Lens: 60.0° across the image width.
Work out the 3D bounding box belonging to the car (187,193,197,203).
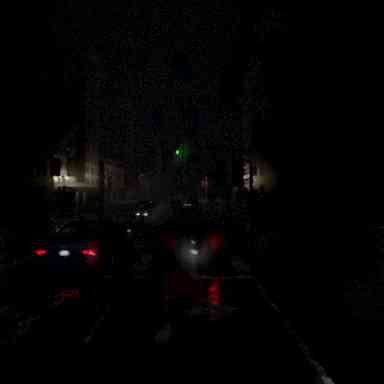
[{"bbox_3d":[-0.004,1.360,75.421,2.150,2.045,5.566,0,0,0],"label":"car"}]

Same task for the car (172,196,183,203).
[{"bbox_3d":[-3.254,1.660,75.390,2.128,1.511,4.902,0,0,0],"label":"car"}]

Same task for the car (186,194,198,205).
[{"bbox_3d":[-0.004,1.611,65.357,2.097,1.767,4.553,0,0,0],"label":"car"}]

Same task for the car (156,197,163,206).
[{"bbox_3d":[-6.539,1.719,61.161,1.882,1.535,5.008,0,0,1],"label":"car"}]

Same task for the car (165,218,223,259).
[{"bbox_3d":[0.073,1.657,12.790,1.895,1.301,4.718,0,0,0],"label":"car"}]

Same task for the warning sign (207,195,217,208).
[{"bbox_3d":[2.851,1.301,47.922,1.300,1.860,1.060,0,0,0],"label":"warning sign"}]

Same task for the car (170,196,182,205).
[{"bbox_3d":[-3.254,1.823,65.386,1.994,1.385,4.181,0,0,0],"label":"car"}]

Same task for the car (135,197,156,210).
[{"bbox_3d":[-6.590,1.666,45.463,2.128,1.511,4.902,0,0,0],"label":"car"}]

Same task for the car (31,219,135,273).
[{"bbox_3d":[-3.184,1.592,10.833,2.033,1.411,5.357,0,0,0],"label":"car"}]
